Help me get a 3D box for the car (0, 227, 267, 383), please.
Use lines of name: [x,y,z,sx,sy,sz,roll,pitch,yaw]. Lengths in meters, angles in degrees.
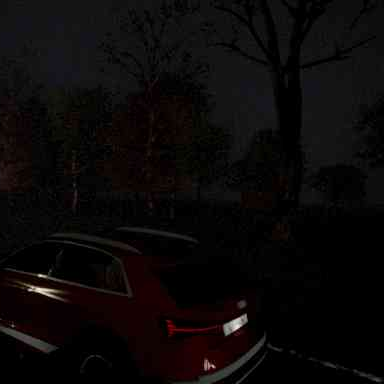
car: [-1.414,1.296,4.570,4.856,1.649,2.033,2,0,35]
